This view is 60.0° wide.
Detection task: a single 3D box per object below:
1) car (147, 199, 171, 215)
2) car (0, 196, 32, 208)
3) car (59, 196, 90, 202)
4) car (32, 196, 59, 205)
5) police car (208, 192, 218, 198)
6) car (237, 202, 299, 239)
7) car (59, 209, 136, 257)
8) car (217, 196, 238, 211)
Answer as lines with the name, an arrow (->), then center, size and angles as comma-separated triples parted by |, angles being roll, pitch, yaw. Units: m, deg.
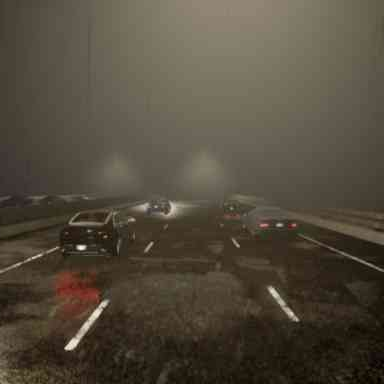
car -> -3.057, 1.317, 31.332 | 2.033, 1.411, 5.357 | 0, 0, 1
car -> -20.575, 1.191, 39.325 | 1.882, 1.535, 5.008 | 0, 0, 2
car -> -13.562, 1.257, 39.947 | 2.033, 1.411, 5.357 | 0, 0, 2
car -> -17.045, 1.211, 40.408 | 1.837, 1.490, 4.892 | 0, 0, 2
police car -> 6.125, 0.900, 92.235 | 1.930, 1.638, 5.238 | 0, 0, 3
car -> 3.710, 1.424, 16.494 | 2.033, 1.411, 5.357 | 0, 0, 1
car -> -3.326, 1.409, 12.493 | 1.837, 1.490, 4.892 | 0, 0, 1
car -> 4.033, 1.340, 35.628 | 1.895, 1.301, 4.718 | 0, 0, 1
